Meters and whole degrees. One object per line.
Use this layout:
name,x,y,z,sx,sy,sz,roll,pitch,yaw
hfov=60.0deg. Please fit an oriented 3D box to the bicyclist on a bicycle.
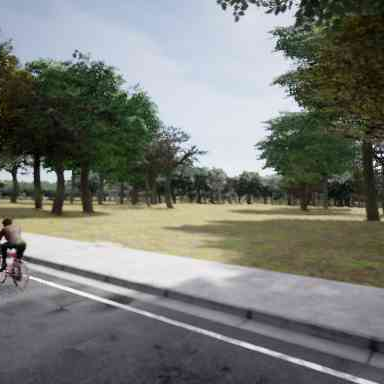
bicyclist on a bicycle,-4.336,1.469,7.955,1.656,1.620,0.582,0,-1,37
